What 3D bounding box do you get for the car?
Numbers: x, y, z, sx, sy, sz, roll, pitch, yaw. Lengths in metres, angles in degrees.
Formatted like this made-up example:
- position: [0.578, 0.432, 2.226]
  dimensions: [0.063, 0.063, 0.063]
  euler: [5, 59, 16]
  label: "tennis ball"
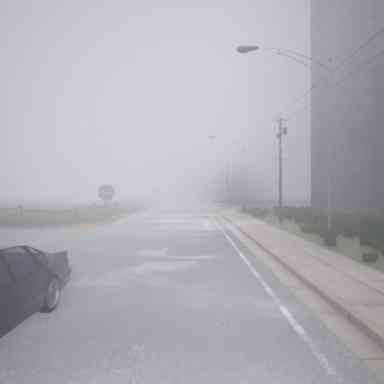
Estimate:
- position: [-3.517, 1.540, 4.944]
  dimensions: [2.033, 1.411, 5.357]
  euler: [0, 0, 1]
  label: "car"
